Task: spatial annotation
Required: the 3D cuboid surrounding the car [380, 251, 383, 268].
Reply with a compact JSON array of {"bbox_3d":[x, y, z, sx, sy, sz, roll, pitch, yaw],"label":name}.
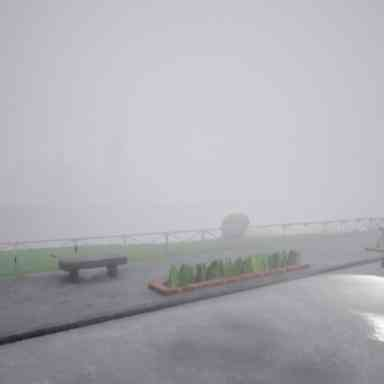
[{"bbox_3d":[7.492,1.703,9.935,4.181,1.385,1.994,1,0,-35],"label":"car"}]
